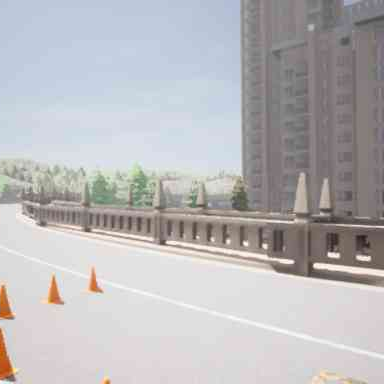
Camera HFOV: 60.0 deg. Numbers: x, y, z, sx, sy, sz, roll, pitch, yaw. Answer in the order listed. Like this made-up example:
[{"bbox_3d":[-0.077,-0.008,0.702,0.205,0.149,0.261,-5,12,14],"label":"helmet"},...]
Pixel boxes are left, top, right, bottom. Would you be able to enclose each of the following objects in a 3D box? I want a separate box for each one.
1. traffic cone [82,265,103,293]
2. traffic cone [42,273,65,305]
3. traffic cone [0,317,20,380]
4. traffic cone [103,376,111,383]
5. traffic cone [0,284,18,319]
[{"bbox_3d":[-2.322,2.009,7.775,0.340,0.580,0.340,0,-1,35],"label":"traffic cone"},{"bbox_3d":[-2.897,2.002,6.957,0.340,0.580,0.340,0,-1,35],"label":"traffic cone"},{"bbox_3d":[-2.411,1.984,4.170,0.340,0.580,0.340,0,0,35],"label":"traffic cone"},{"bbox_3d":[-0.775,1.978,3.019,0.340,0.580,0.340,0,0,35],"label":"traffic cone"},{"bbox_3d":[-3.471,1.996,6.139,0.340,0.580,0.340,0,0,35],"label":"traffic cone"}]
